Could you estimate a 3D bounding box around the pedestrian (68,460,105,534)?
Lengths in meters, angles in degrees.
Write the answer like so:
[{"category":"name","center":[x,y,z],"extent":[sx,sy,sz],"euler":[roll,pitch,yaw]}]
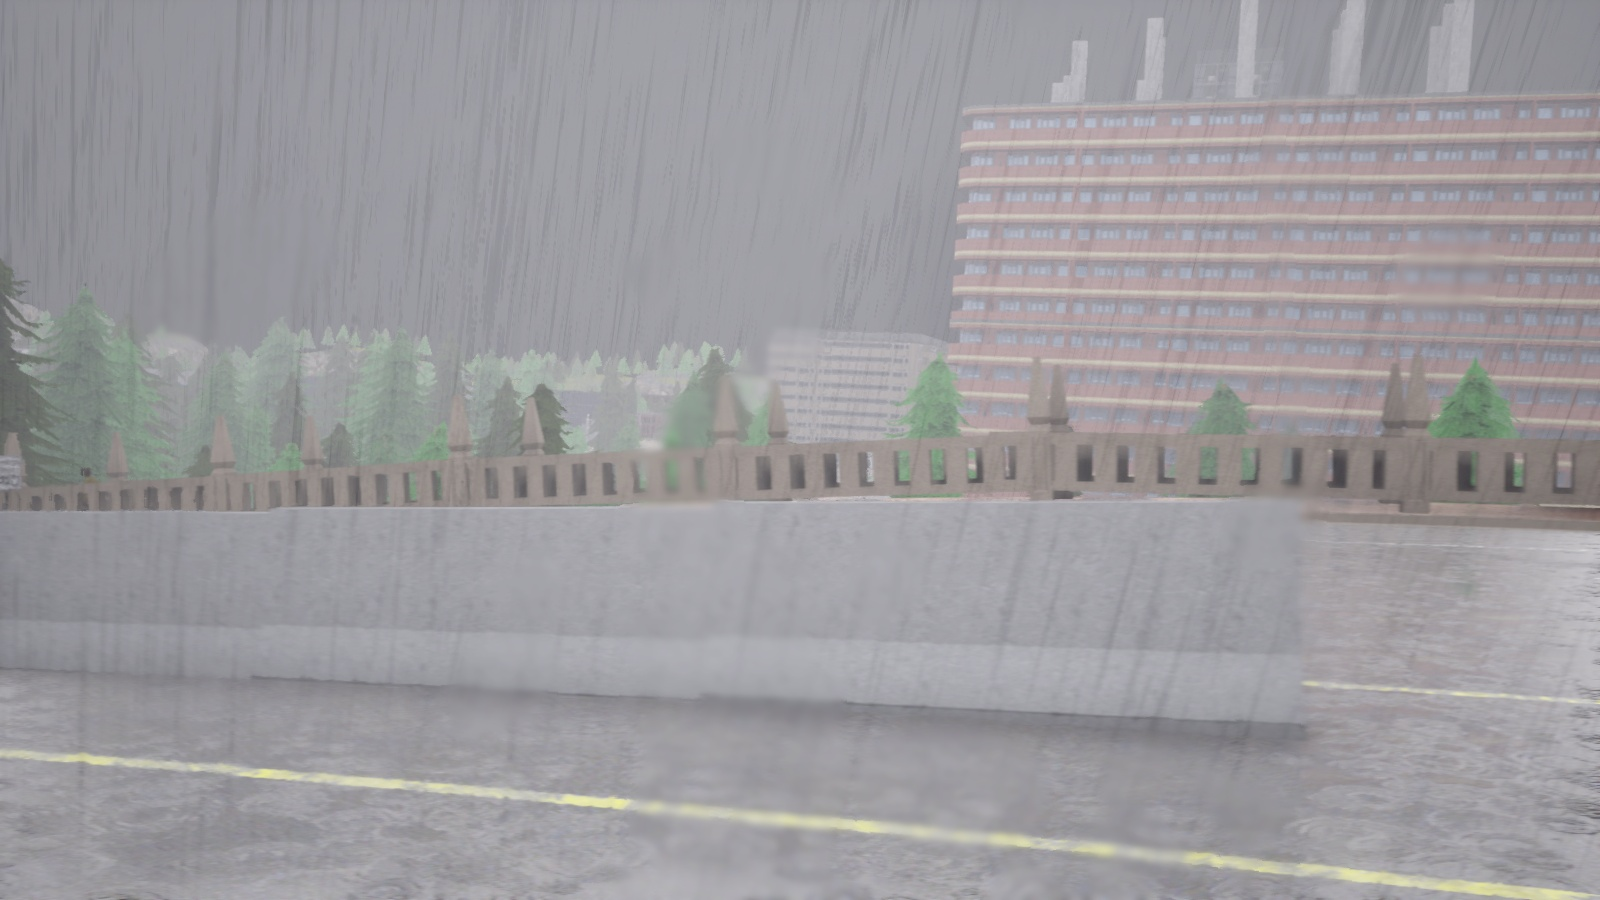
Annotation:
[{"category":"pedestrian","center":[-18.367,1.197,32.336],"extent":[0.726,1.835,0.370],"euler":[4,2,19]}]
